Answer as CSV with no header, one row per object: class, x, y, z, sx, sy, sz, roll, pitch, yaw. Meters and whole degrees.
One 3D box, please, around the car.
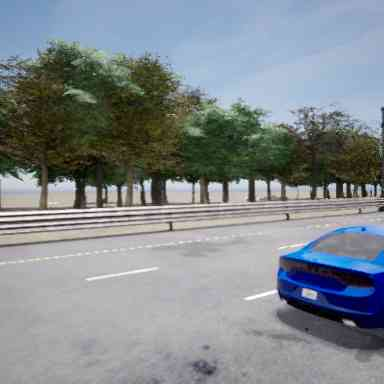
car,3.839,1.408,6.602,5.008,1.535,1.882,-1,0,-35
